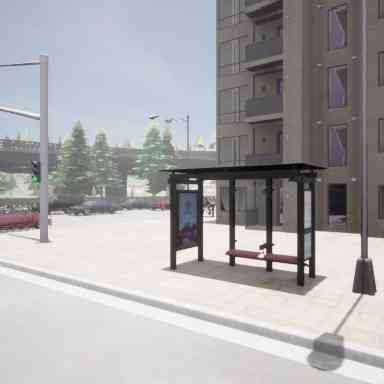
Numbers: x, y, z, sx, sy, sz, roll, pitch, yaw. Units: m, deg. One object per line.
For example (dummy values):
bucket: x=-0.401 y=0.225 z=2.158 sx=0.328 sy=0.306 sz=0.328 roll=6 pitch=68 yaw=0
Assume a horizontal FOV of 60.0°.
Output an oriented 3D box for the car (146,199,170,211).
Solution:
car: x=-2.868 y=1.545 z=40.327 sx=1.895 sy=1.301 sz=4.718 roll=0 pitch=0 yaw=43

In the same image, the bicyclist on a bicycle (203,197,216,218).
bicyclist on a bicycle: x=1.295 y=1.245 z=26.646 sx=1.656 sy=1.620 sz=0.582 roll=0 pitch=0 yaw=36

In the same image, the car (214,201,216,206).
car: x=5.359 y=1.449 z=46.785 sx=4.892 sy=1.490 sz=1.837 roll=0 pitch=0 yaw=-29

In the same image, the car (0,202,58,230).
car: x=-10.291 y=1.508 z=18.955 sx=1.994 sy=1.385 sz=4.181 roll=0 pitch=0 yaw=36

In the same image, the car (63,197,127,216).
car: x=-9.318 y=1.492 z=32.392 sx=2.033 sy=1.411 sz=5.357 roll=0 pitch=0 yaw=37

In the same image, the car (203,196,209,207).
car: x=0.107 y=1.296 z=47.419 sx=4.553 sy=1.767 sz=2.097 roll=0 pitch=0 yaw=-34

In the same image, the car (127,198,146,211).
car: x=-6.931 y=1.492 z=41.010 sx=2.033 sy=1.411 sz=5.357 roll=0 pitch=0 yaw=39

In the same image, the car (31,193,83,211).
car: x=-13.250 y=1.166 z=32.941 sx=2.150 sy=2.045 sz=5.566 roll=0 pitch=0 yaw=37
